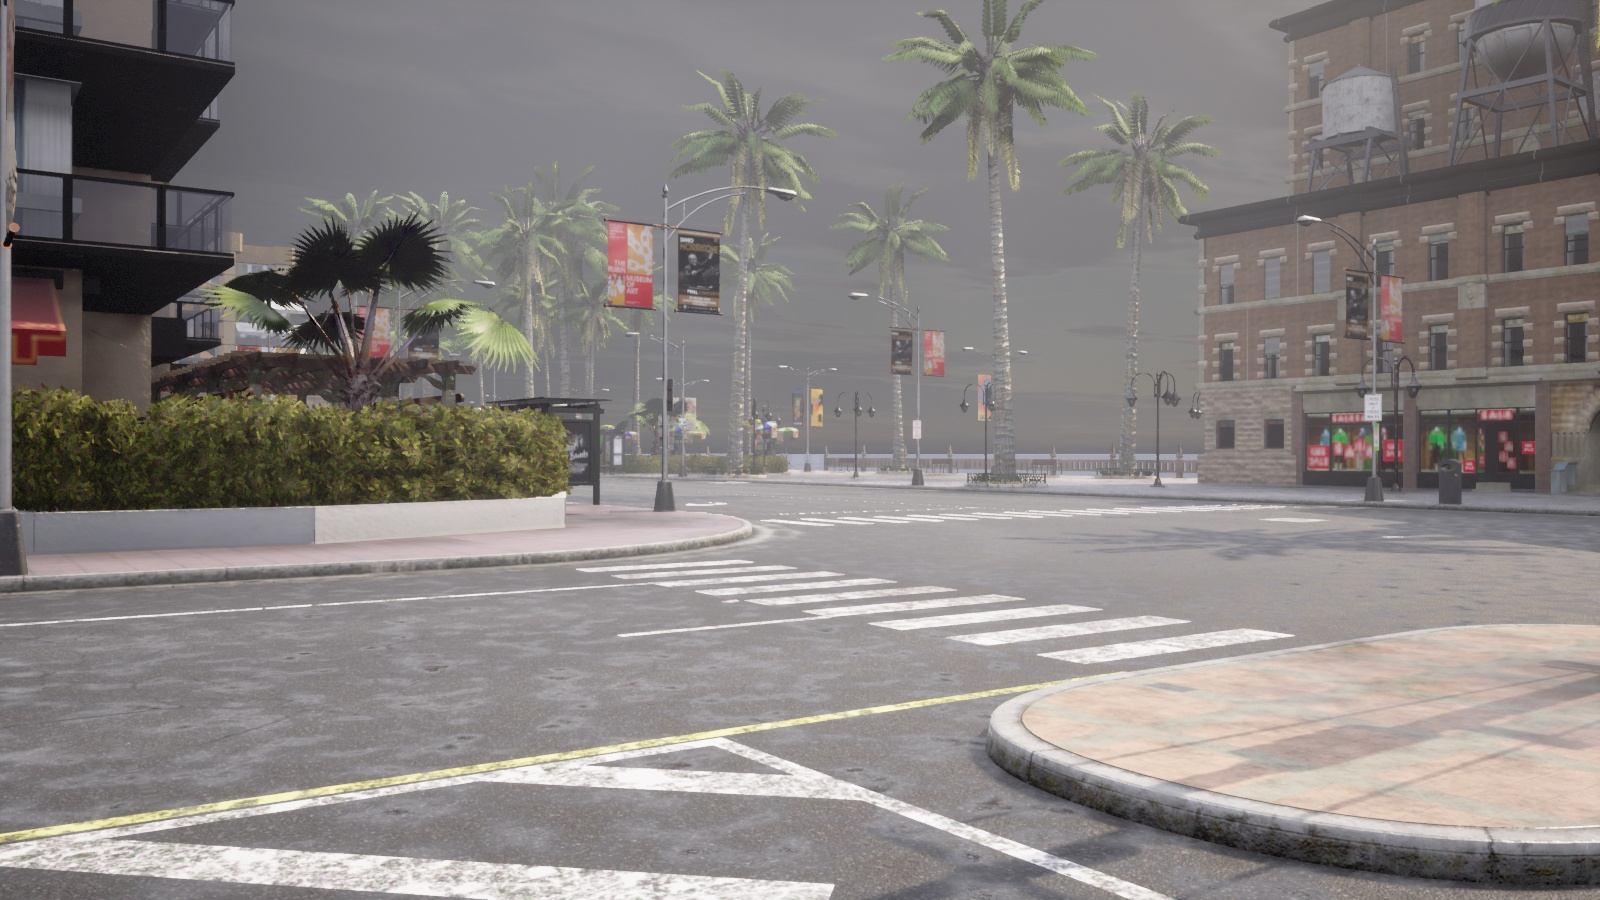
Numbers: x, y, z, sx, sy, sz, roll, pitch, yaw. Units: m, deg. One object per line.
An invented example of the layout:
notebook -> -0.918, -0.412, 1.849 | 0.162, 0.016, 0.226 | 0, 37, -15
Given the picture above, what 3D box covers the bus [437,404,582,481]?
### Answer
bus -> -17.388, -0.412, 74.616 | 3.944, 4.253, 10.273 | 0, 0, -42
